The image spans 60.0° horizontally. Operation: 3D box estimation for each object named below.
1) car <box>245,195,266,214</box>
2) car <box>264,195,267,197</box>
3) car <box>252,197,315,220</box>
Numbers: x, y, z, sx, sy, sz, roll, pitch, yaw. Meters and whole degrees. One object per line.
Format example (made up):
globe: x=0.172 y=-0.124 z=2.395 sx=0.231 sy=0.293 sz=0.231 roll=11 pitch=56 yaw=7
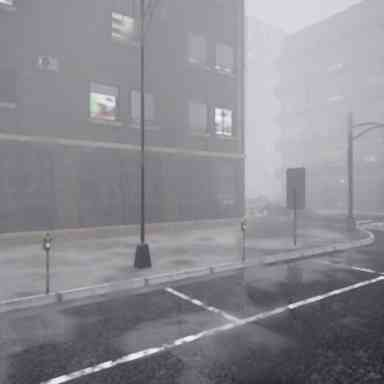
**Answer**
car: x=3.787 y=1.180 z=29.095 sx=1.752 sy=1.417 sz=4.829 roll=1 pitch=0 yaw=-36
car: x=7.194 y=0.999 z=38.643 sx=1.967 sy=1.590 sz=4.097 roll=1 pitch=0 yaw=-36
car: x=6.969 y=1.280 z=24.736 sx=2.008 sy=1.369 sz=4.403 roll=1 pitch=0 yaw=-36
